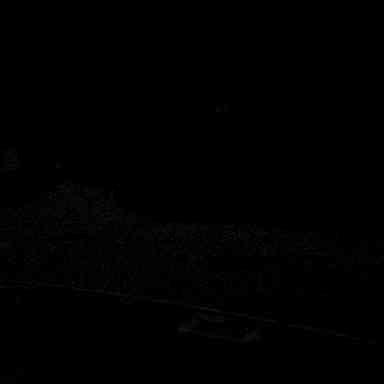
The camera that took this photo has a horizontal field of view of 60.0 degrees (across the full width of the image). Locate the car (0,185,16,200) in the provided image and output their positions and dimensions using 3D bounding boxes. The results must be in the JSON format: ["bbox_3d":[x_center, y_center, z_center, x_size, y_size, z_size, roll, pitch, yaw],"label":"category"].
[{"bbox_3d":[-19.980,0.441,32.009,4.674,1.452,2.002,-3,5,-38],"label":"car"}]

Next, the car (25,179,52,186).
[{"bbox_3d":[-32.118,-2.025,69.636,4.792,1.488,2.163,-3,4,-38],"label":"car"}]

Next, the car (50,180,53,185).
[{"bbox_3d":[-31.059,-1.875,66.835,5.366,1.575,1.946,-3,5,-38],"label":"car"}]

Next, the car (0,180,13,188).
[{"bbox_3d":[-34.791,-1.527,61.540,1.994,1.385,4.181,-2,4,-18],"label":"car"}]

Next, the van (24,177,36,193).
[{"bbox_3d":[-24.748,-0.763,46.378,4.442,1.987,1.878,-3,5,-38],"label":"van"}]

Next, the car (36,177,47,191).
[{"bbox_3d":[-26.509,-1.173,52.257,5.566,2.045,2.435,-3,5,-38],"label":"car"}]

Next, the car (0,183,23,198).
[{"bbox_3d":[-21.063,0.217,34.783,5.366,1.575,1.946,-3,5,-38],"label":"car"}]

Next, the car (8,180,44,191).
[{"bbox_3d":[-27.468,-1.108,55.143,4.892,1.521,2.231,-3,4,-38],"label":"car"}]

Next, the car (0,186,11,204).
[{"bbox_3d":[-19.056,0.591,29.114,4.892,1.521,2.231,-3,5,-38],"label":"car"}]

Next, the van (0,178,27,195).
[{"bbox_3d":[-21.762,-0.207,37.850,4.442,1.987,1.878,-3,5,-38],"label":"van"}]
